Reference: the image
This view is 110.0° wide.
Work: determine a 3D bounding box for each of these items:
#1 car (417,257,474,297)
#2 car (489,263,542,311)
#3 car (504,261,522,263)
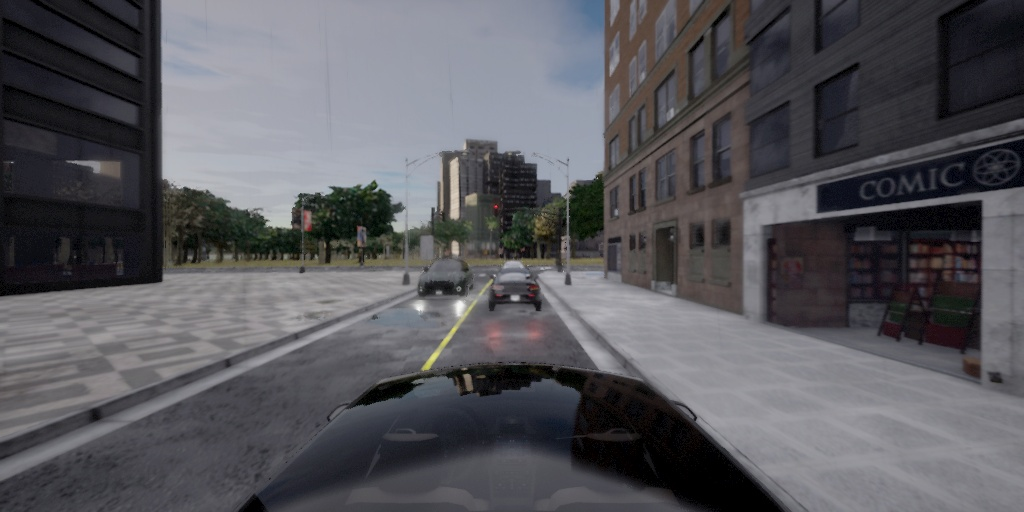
[{"bbox_3d":[-3.087,0.946,17.455,2.097,1.767,4.553,0,1,0],"label":"car"},{"bbox_3d":[0.097,1.158,13.716,1.812,1.442,4.674,0,0,0],"label":"car"},{"bbox_3d":[0.092,1.049,24.734,1.812,1.442,4.674,0,1,0],"label":"car"}]
